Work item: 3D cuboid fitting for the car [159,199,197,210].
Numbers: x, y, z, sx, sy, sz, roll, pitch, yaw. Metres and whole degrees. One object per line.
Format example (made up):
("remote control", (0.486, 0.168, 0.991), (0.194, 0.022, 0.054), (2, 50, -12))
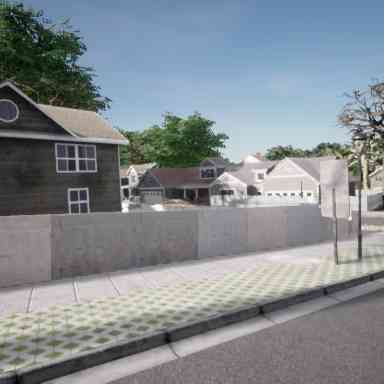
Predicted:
("car", (-1.511, 1.591, 36.213), (5.008, 1.535, 1.882), (0, 3, 43))

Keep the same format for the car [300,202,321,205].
("car", (10.051, 1.608, 26.732), (5.008, 1.535, 1.882), (0, 3, 37))
